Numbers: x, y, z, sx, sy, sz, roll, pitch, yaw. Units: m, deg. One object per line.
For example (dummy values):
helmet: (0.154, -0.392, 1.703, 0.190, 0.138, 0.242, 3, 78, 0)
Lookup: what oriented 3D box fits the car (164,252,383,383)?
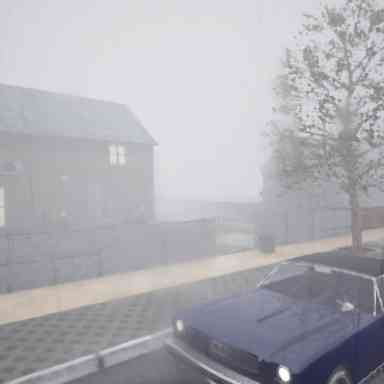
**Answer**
car: (1.951, 1.654, 4.771, 4.718, 1.301, 1.895, 0, -1, -40)
